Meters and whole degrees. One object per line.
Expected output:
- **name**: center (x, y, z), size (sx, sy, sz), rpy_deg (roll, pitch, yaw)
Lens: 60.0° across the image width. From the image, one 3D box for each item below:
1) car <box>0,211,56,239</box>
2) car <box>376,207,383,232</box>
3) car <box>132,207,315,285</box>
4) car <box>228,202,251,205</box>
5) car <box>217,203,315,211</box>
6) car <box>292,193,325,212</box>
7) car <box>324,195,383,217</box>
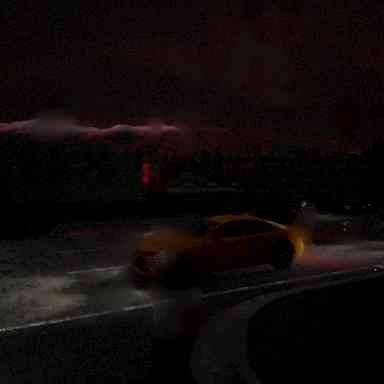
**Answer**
- **car**: center (-9.219, 1.631, 16.174), size (4.718, 1.301, 1.895), rpy_deg (-1, 0, -26)
- **car**: center (10.276, 1.366, 14.006), size (4.718, 1.301, 1.895), rpy_deg (-1, 0, -26)
- **car**: center (0.818, 1.405, 9.388), size (5.008, 1.535, 1.882), rpy_deg (-1, 0, -26)
- **car**: center (2.453, 1.358, 17.978), size (4.892, 1.490, 1.837), rpy_deg (-1, 0, -26)
- **car**: center (2.703, 1.398, 14.192), size (4.674, 1.442, 1.812), rpy_deg (-1, 0, -26)
- **car**: center (10.887, 1.015, 29.881), size (4.553, 1.767, 2.097), rpy_deg (-1, 0, -26)
- **car**: center (13.605, 1.117, 27.312), size (5.008, 1.535, 1.882), rpy_deg (-1, 0, -26)
